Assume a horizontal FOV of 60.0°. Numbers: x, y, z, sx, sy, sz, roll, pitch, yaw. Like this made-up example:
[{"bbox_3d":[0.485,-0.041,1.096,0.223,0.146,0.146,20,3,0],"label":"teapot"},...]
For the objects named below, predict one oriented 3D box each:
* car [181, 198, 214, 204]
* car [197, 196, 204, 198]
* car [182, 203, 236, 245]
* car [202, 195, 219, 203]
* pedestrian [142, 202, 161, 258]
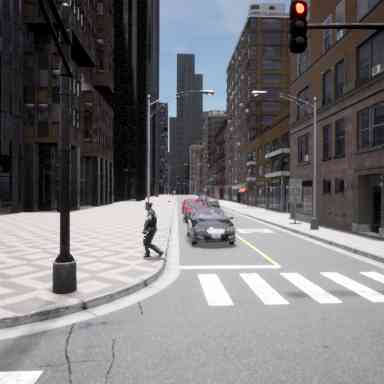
[{"bbox_3d":[0.330,1.482,25.904,1.882,1.535,5.008,0,0,-3],"label":"car"},{"bbox_3d":[-0.130,1.481,36.247,1.882,1.535,5.008,0,0,-2],"label":"car"},{"bbox_3d":[0.785,1.494,15.618,2.128,1.511,4.902,0,0,-4],"label":"car"},{"bbox_3d":[2.653,1.550,45.621,2.033,1.411,5.357,0,0,-4],"label":"car"},{"bbox_3d":[-1.261,1.136,10.380,0.375,1.860,0.375,0,0,-3],"label":"pedestrian"}]
